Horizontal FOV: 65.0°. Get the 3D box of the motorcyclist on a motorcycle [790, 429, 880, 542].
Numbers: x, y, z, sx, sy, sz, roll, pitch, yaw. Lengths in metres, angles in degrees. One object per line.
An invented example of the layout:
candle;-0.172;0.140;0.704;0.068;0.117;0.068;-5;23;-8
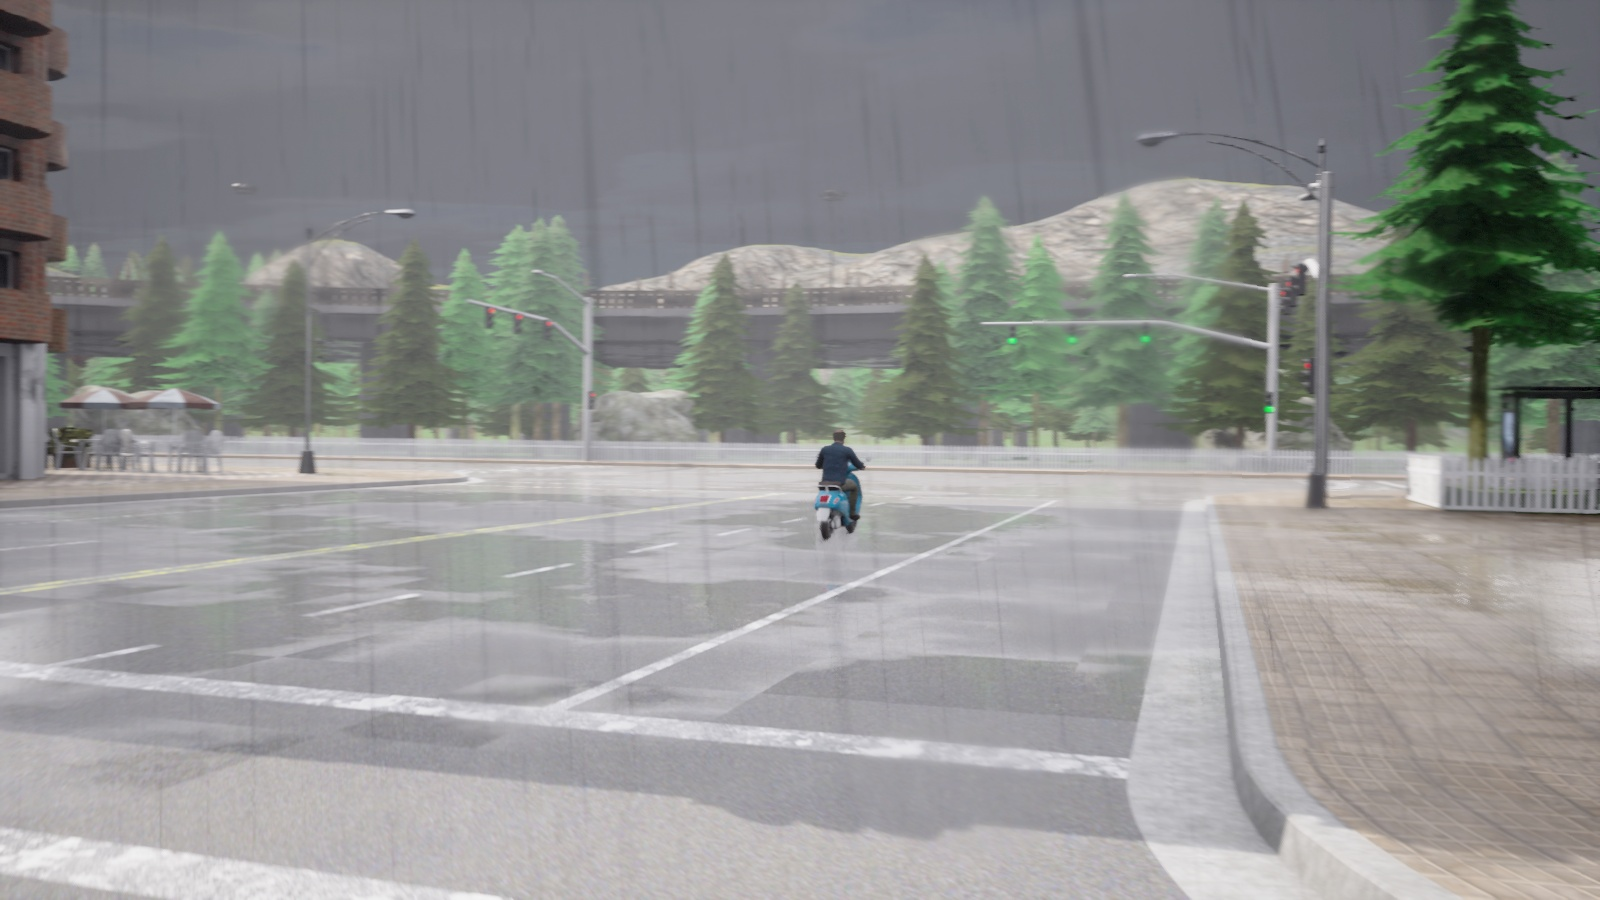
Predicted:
motorcyclist on a motorcycle;0.542;0.487;18.526;0.866;1.590;1.817;0;1;17
